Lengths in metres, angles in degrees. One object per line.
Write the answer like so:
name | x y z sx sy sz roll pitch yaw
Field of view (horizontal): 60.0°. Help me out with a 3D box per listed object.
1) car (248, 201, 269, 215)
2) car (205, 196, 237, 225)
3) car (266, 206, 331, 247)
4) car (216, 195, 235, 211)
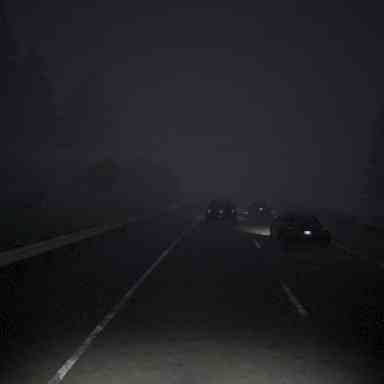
car | 6.617 1.545 32.719 1.994 1.385 4.181 1 0 7
car | 2.116 1.303 23.803 2.097 1.767 4.553 1 0 6
car | 4.778 1.577 15.170 1.994 1.385 4.181 1 0 5
car | 4.249 1.274 41.432 2.097 1.767 4.553 1 0 8
